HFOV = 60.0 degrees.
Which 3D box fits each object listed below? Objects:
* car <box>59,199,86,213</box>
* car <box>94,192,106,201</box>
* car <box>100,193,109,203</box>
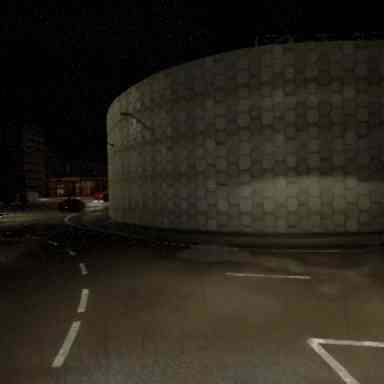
[{"bbox_3d":[-13.961,1.521,39.011,1.882,1.535,5.008,-2,0,-3],"label":"car"},{"bbox_3d":[-22.876,1.140,83.897,2.150,2.045,5.566,-1,0,3],"label":"car"},{"bbox_3d":[-16.602,1.422,68.411,2.033,1.411,5.357,-1,0,3],"label":"car"}]
